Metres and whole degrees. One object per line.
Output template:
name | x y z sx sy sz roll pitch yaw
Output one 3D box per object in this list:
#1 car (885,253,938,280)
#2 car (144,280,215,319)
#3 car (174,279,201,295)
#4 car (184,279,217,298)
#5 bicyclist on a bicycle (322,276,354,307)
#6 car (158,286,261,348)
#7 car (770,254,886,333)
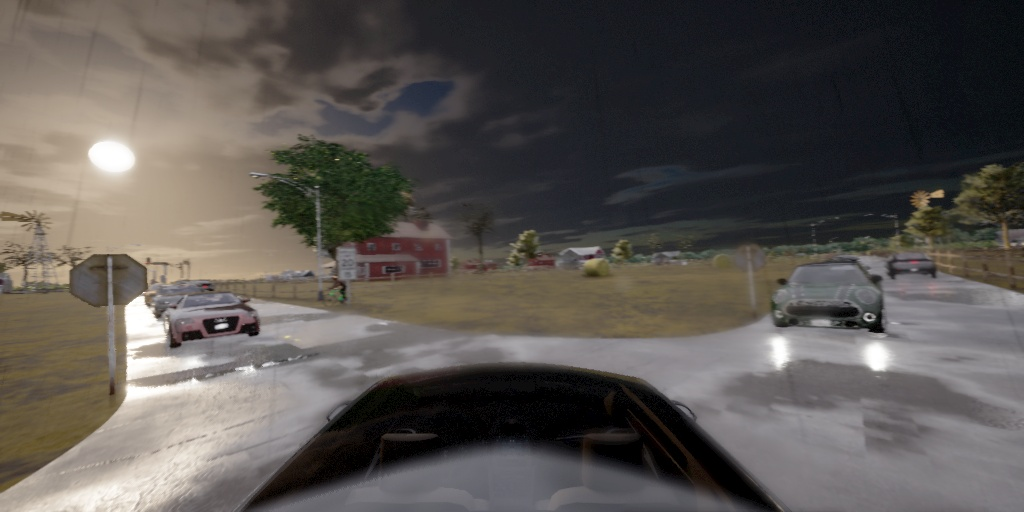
car | 23.917 0.566 21.646 2.128 1.511 4.902 -6 -3 43
car | -16.776 2.174 18.039 4.902 1.511 2.128 -3 -1 43
car | -36.867 3.468 40.635 4.892 1.490 1.837 -3 -1 43
car | -29.161 2.994 33.526 4.892 1.490 1.837 -3 -2 43
bicyclist on a bicycle | -9.334 1.867 19.287 0.582 1.620 1.656 -4 -2 43
car | -9.415 1.826 11.185 4.181 1.385 1.994 -3 -1 43
car | 8.813 0.942 9.980 4.553 1.767 2.097 -1 -3 -44
